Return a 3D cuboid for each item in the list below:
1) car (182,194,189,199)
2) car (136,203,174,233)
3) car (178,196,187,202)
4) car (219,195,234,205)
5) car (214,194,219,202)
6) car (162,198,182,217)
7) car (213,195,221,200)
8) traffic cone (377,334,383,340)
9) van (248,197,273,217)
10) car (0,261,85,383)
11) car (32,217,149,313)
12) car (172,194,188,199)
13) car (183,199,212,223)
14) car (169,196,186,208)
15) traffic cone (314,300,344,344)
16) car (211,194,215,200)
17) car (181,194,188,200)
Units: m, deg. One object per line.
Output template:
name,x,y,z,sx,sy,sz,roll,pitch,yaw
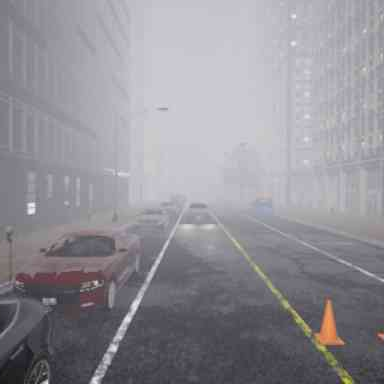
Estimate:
car,-1.817,1.352,93.087,1.947,1.339,4.313,0,0,0
car,-2.239,1.542,19.027,1.802,1.307,4.206,0,0,0
car,-1.947,1.435,70.300,1.802,1.307,4.206,0,0,0
car,6.368,1.481,58.857,2.008,1.369,4.403,0,0,0
car,6.433,1.453,70.251,2.008,1.369,4.403,0,0,0
car,-2.175,1.523,30.421,1.802,1.307,4.206,0,0,0
car,6.531,1.436,87.343,1.802,1.307,4.206,0,0,0
traffic cone,3.099,1.967,5.095,0.340,0.580,0.340,0,0,0
van,6.207,1.331,30.373,1.690,1.788,3.998,0,0,0
car,-2.336,1.550,1.936,1.947,1.339,4.313,0,0,0
car,-2.303,1.521,7.633,1.887,1.381,4.507,0,0,0
car,-2.076,1.221,47.511,2.192,1.841,5.009,0,0,0
car,0.489,1.492,25.072,1.812,1.442,4.674,0,0,0
car,-2.109,1.485,41.815,1.947,1.339,4.313,0,0,0
traffic cone,2.099,1.961,5.100,0.340,0.580,0.340,0,0,0
car,6.498,1.421,81.646,2.008,1.369,4.403,0,0,0
car,-1.850,1.330,87.221,1.752,1.417,4.829,0,0,0
